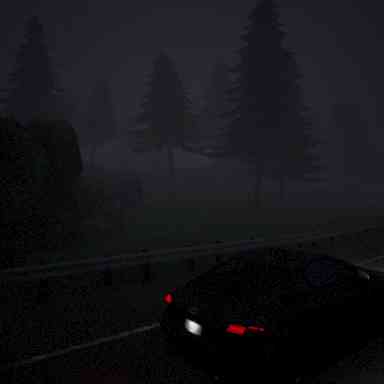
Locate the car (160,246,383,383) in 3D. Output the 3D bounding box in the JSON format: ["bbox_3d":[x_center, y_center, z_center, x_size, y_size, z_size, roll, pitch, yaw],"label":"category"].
[{"bbox_3d":[1.597,1.566,5.167,4.181,1.385,1.994,0,0,-38],"label":"car"}]
